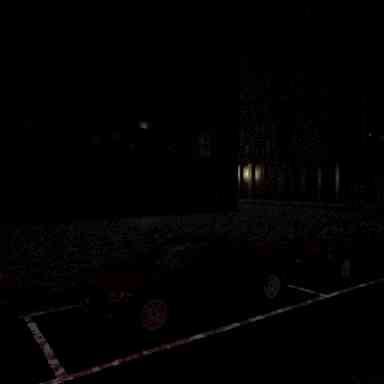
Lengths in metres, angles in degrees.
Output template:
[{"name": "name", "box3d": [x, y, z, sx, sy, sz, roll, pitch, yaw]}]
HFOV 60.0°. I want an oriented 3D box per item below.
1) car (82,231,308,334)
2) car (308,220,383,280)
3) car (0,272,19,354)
[{"name": "car", "box3d": [0.111, 1.550, 6.748, 4.507, 1.381, 1.887, 0, 0, -36]}, {"name": "car", "box3d": [4.606, 1.558, 9.962, 4.507, 1.381, 1.887, 0, 0, -36]}, {"name": "car", "box3d": [-4.383, 1.543, 3.534, 4.507, 1.381, 1.887, 0, 0, -36]}]
